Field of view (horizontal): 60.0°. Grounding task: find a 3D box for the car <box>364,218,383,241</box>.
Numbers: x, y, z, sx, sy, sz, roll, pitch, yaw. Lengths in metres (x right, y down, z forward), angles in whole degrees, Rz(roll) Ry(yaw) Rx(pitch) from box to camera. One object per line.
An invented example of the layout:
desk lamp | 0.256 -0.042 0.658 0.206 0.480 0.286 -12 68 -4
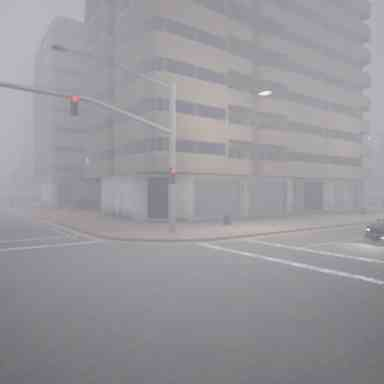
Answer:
car | 10.263 1.559 15.607 5.357 1.411 2.033 0 0 -35
